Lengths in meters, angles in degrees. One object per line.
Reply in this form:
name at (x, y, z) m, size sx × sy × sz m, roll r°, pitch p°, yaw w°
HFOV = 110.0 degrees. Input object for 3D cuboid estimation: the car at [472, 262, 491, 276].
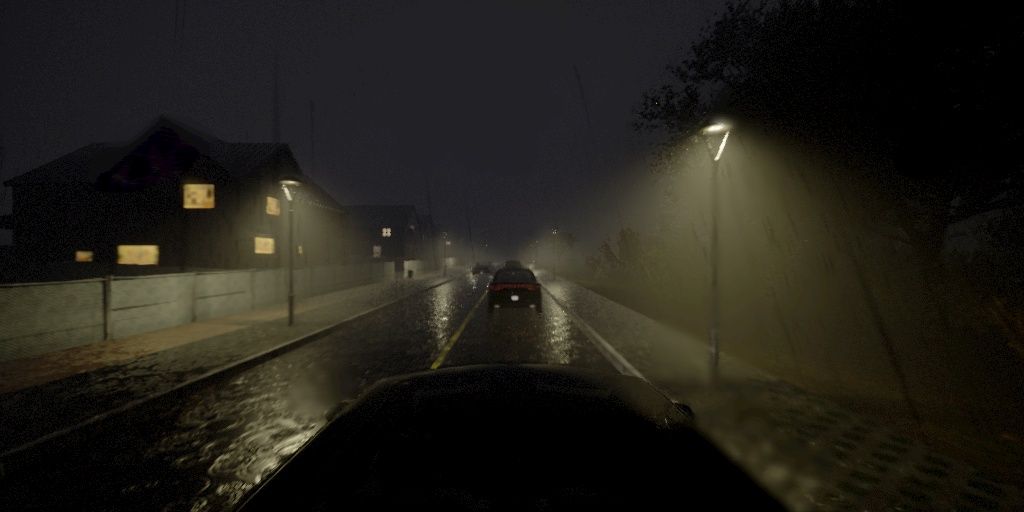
car at (-2.760, 1.219, 34.905) m, size 1.895 × 1.301 × 4.718 m, roll 0°, pitch 0°, yaw 0°

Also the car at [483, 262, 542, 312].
car at (0.094, 1.180, 13.977) m, size 1.882 × 1.535 × 5.008 m, roll 0°, pitch 0°, yaw 0°
